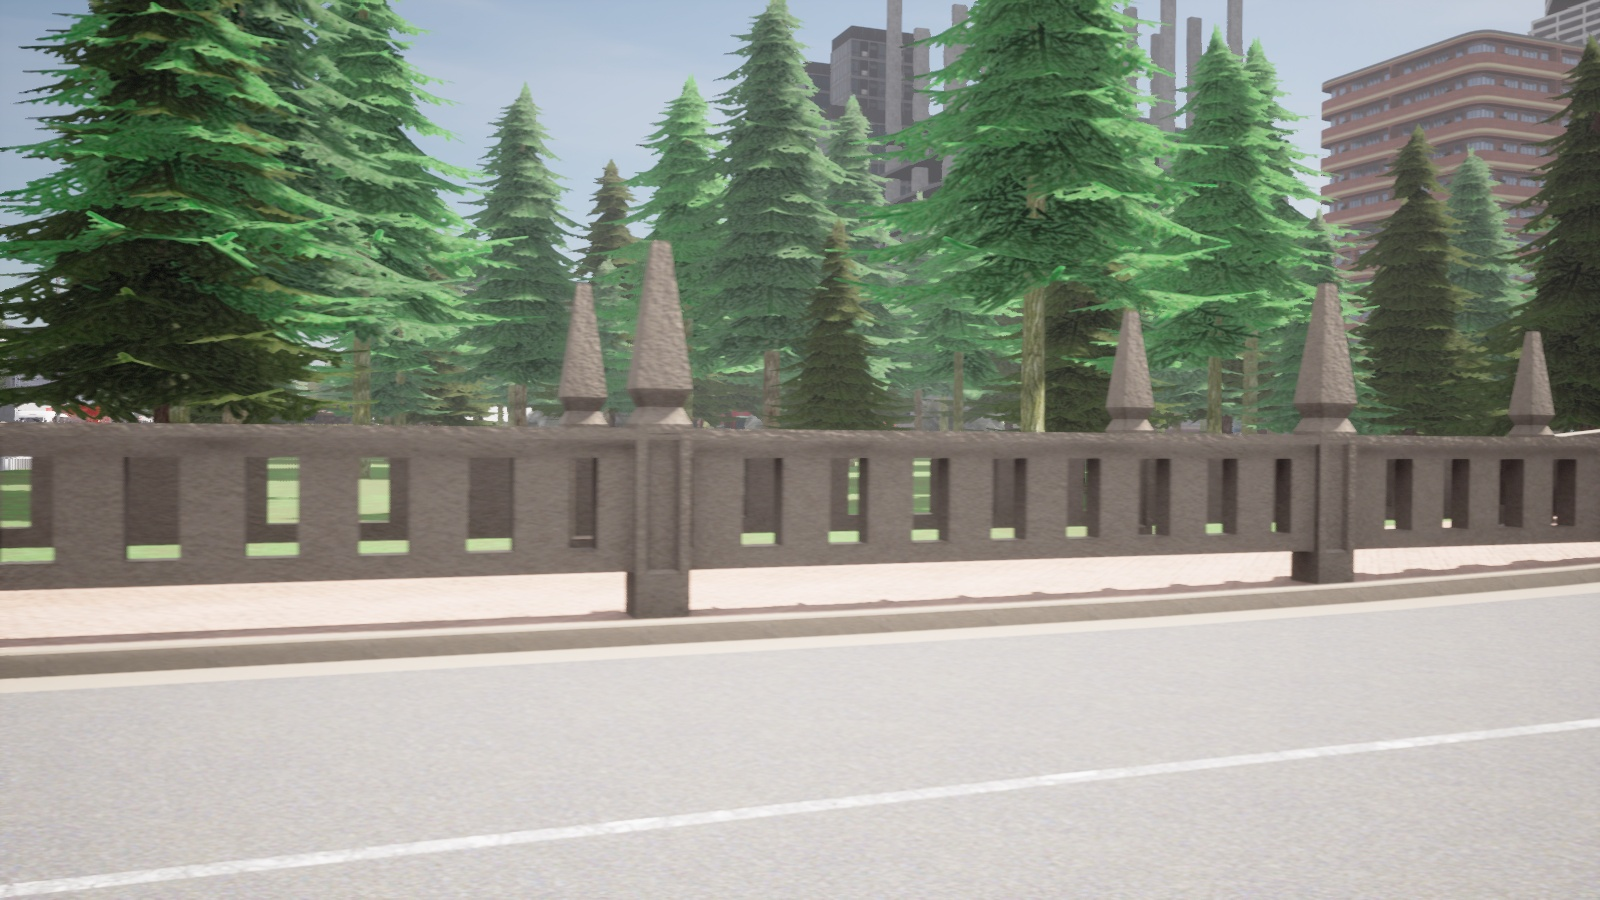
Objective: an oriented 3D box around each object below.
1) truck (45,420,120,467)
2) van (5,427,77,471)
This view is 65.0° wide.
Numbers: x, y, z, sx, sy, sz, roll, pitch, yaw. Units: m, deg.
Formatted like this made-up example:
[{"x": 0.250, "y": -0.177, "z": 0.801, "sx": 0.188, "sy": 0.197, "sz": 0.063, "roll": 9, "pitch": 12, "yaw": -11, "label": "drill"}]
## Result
[{"x": -39.332, "y": -0.387, "z": 68.986, "sx": 2.627, "sy": 2.467, "sz": 5.204, "roll": -1, "pitch": 1, "yaw": -19, "label": "truck"}, {"x": -36.279, "y": -0.066, "z": 60.152, "sx": 2.069, "sy": 2.038, "sz": 4.480, "roll": -1, "pitch": 1, "yaw": -19, "label": "van"}]
